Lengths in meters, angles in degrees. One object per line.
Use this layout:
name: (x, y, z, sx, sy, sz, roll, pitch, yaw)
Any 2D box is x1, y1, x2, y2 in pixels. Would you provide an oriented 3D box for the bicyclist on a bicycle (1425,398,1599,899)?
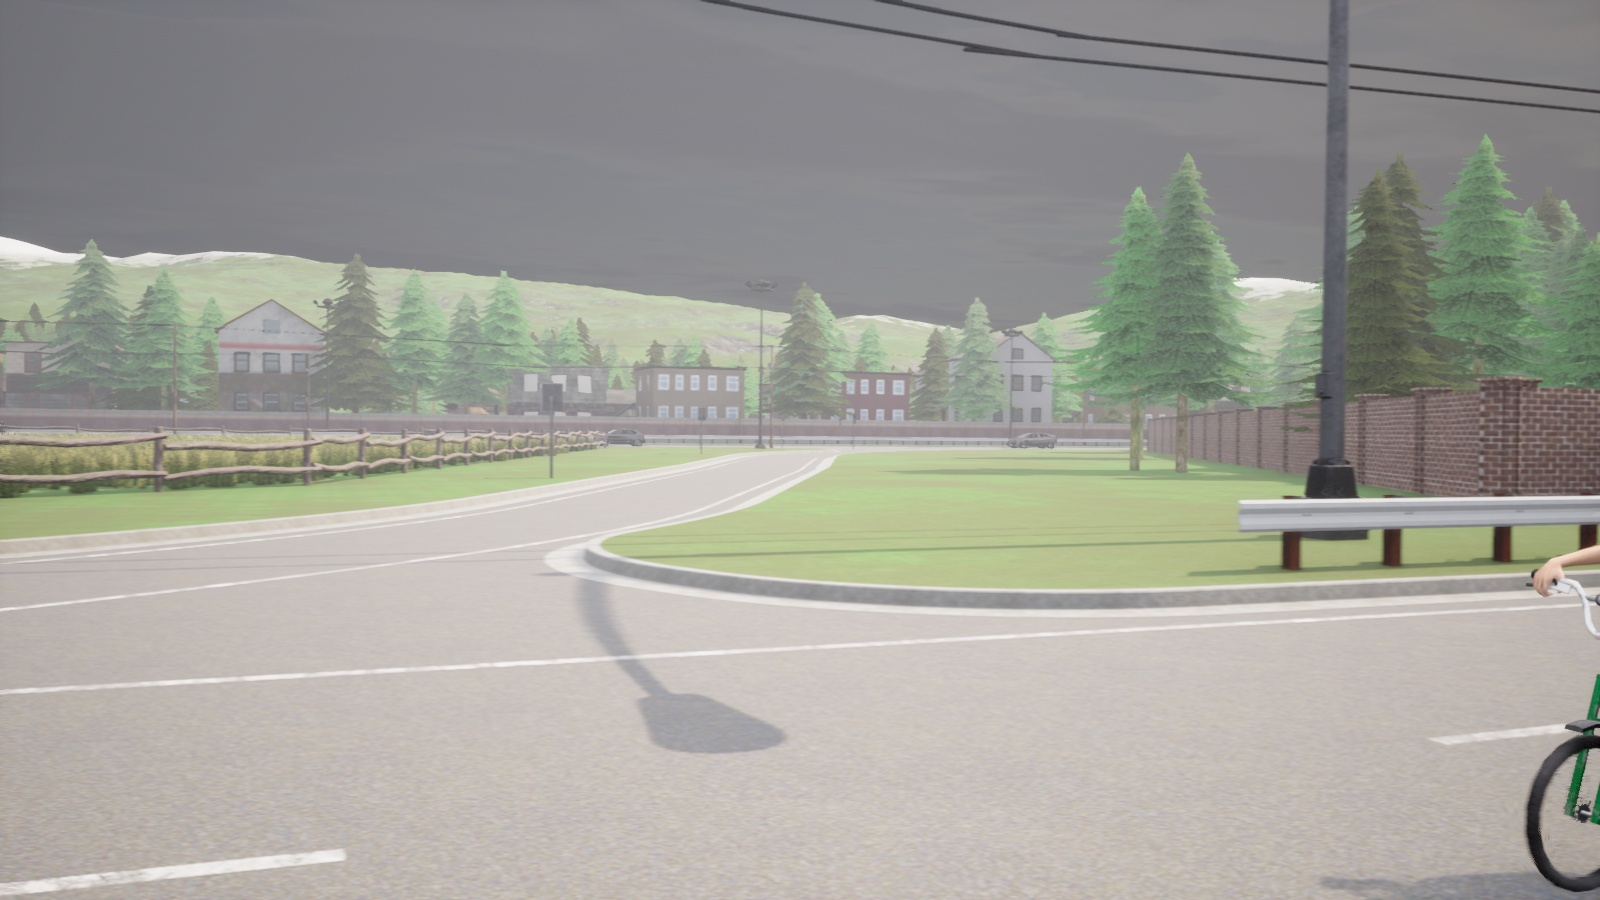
bicyclist on a bicycle: (3.134, 0.629, 4.423, 1.509, 1.612, 0.866, -1, 1, -21)
